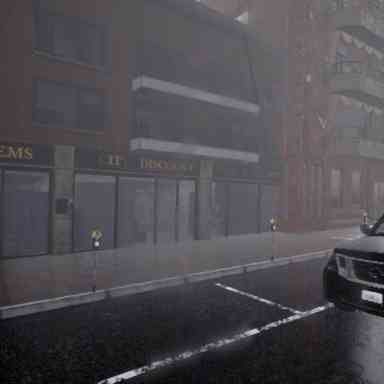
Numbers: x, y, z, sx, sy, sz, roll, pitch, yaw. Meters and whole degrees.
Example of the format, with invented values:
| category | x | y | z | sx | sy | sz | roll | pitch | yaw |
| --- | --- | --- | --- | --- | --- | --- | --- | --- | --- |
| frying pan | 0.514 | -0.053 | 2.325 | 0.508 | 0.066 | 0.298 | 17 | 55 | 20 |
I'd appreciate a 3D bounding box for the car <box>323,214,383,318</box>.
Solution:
| category | x | y | z | sx | sy | sz | roll | pitch | yaw |
| --- | --- | --- | --- | --- | --- | --- | --- | --- | --- |
| car | 4.963 | 1.227 | 6.618 | 5.566 | 2.045 | 2.150 | 0 | 0 | -36 |
